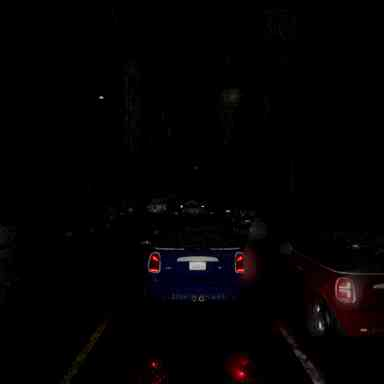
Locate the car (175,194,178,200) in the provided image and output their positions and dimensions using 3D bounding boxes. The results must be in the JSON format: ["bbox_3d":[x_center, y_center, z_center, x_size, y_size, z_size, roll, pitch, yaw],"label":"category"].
[{"bbox_3d":[-5.559,1.632,92.532,1.752,1.417,4.829,0,0,0],"label":"car"}]

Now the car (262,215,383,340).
[{"bbox_3d":[2.856,1.440,6.548,1.967,1.590,4.097,0,0,0],"label":"car"}]

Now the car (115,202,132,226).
[{"bbox_3d":[-5.664,1.583,23.055,1.802,1.307,4.206,0,0,0],"label":"car"}]

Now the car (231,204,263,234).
[{"bbox_3d":[2.859,1.551,17.551,2.008,1.369,4.403,0,0,0],"label":"car"}]

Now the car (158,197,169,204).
[{"bbox_3d":[-5.616,1.622,65.659,1.802,1.307,4.206,0,0,0],"label":"car"}]

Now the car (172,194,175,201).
[{"bbox_3d":[-5.593,1.611,76.476,2.008,1.369,4.403,0,0,0],"label":"car"}]

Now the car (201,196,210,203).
[{"bbox_3d":[2.920,1.575,71.223,1.752,1.417,4.829,0,0,0],"label":"car"}]

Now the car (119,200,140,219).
[{"bbox_3d":[-5.663,1.442,28.556,1.967,1.590,4.097,0,0,0],"label":"car"}]

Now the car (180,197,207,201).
[{"bbox_3d":[0.008,1.458,27.419,1.801,1.575,5.366,0,0,0],"label":"car"}]

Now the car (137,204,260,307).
[{"bbox_3d":[0.102,1.352,8.117,2.097,1.767,4.553,0,0,0],"label":"car"}]

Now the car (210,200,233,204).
[{"bbox_3d":[2.863,1.567,28.553,1.947,1.339,4.313,0,0,0],"label":"car"}]

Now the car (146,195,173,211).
[{"bbox_3d":[-2.992,1.244,29.329,1.812,1.442,4.674,0,0,0],"label":"car"}]

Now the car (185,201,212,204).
[{"bbox_3d":[0.101,1.478,17.398,1.882,1.535,5.008,0,0,0],"label":"car"}]

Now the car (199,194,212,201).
[{"bbox_3d":[2.908,1.480,65.644,1.967,1.590,4.097,0,0,0],"label":"car"}]

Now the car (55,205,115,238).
[{"bbox_3d":[-5.666,1.566,17.553,1.947,1.339,4.313,0,0,0],"label":"car"}]
